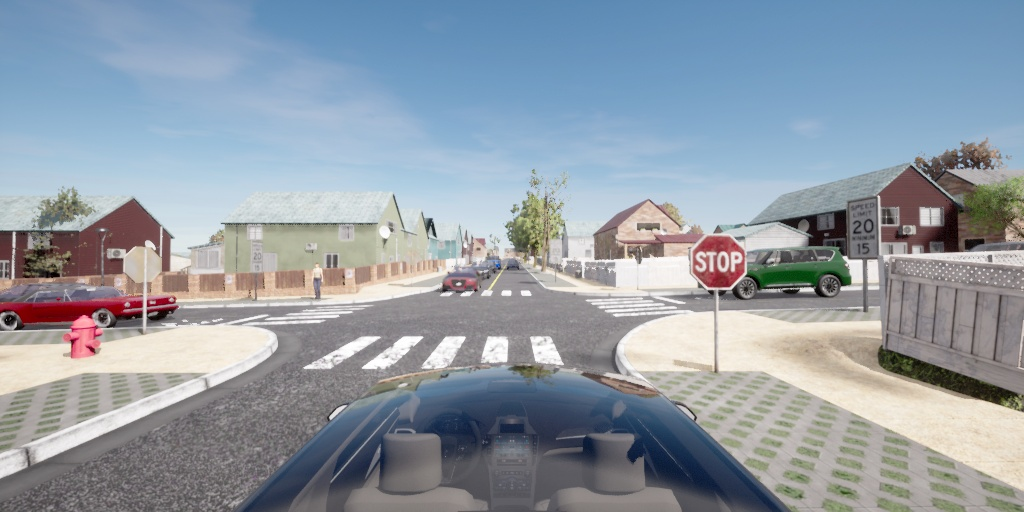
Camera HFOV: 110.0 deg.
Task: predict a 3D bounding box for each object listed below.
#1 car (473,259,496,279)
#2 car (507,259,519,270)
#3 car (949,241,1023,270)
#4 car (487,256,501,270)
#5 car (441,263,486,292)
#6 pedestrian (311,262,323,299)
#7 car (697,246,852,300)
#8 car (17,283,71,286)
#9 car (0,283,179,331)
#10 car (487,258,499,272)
[{"bbox_3d":[-2.813,1.250,32.166,2.128,1.511,4.902,0,0,0],"label":"car"},{"bbox_3d":[0.157,1.304,54.434,2.033,1.411,5.357,0,0,0],"label":"car"},{"bbox_3d":[21.021,0.401,15.057,5.566,2.045,2.150,-2,-1,0],"label":"car"},{"bbox_3d":[-2.764,0.978,52.988,2.150,2.045,5.566,0,0,0],"label":"car"},{"bbox_3d":[-2.824,1.319,21.022,1.994,1.385,4.181,0,0,0],"label":"car"},{"bbox_3d":[-9.674,1.214,17.819,0.375,1.860,0.375,0,0,0],"label":"pedestrian"},{"bbox_3d":[10.818,0.675,14.995,5.566,2.045,2.150,-2,-1,-1],"label":"car"},{"bbox_3d":[-19.439,1.830,14.909,5.357,1.411,2.033,-2,-1,-1],"label":"car"},{"bbox_3d":[-14.108,1.673,11.907,4.718,1.301,1.895,-2,-1,1],"label":"car"},{"bbox_3d":[-2.799,1.284,42.283,1.812,1.442,4.674,0,0,0],"label":"car"}]
